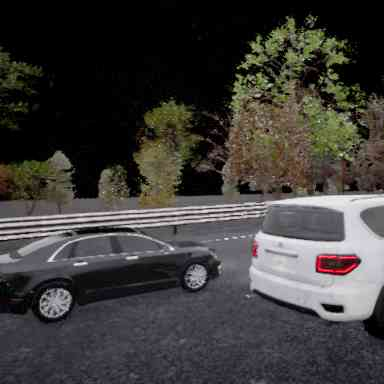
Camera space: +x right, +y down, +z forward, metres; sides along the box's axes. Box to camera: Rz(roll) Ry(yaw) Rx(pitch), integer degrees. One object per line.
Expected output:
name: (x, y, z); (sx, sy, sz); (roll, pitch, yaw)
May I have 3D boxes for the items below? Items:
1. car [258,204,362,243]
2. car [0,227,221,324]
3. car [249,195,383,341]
car: (5.563, 1.355, 15.481); (4.718, 1.301, 1.895); (-2, 0, -29)
car: (-1.650, 1.523, 7.263); (4.892, 1.490, 1.837); (-2, 0, -30)
car: (3.647, 1.053, 6.318); (5.566, 2.045, 2.150); (-2, 0, -30)
